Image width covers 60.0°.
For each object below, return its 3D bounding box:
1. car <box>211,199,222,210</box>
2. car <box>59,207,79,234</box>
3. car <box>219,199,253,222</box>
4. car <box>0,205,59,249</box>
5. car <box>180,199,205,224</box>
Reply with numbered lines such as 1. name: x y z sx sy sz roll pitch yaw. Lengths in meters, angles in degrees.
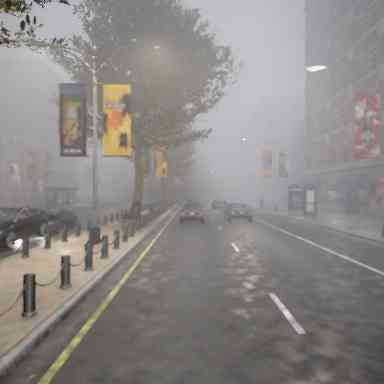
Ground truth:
1. car: 3.596 1.550 43.552 1.994 1.385 4.181 0 0 0
2. car: -7.995 1.580 18.917 1.994 1.385 4.181 0 2 0
3. car: 3.544 1.539 26.085 2.033 1.411 5.357 0 0 1
4. car: -7.995 1.408 14.556 2.128 1.511 4.902 0 4 0
5. car: 0.035 1.539 25.017 2.033 1.411 5.357 0 0 1
